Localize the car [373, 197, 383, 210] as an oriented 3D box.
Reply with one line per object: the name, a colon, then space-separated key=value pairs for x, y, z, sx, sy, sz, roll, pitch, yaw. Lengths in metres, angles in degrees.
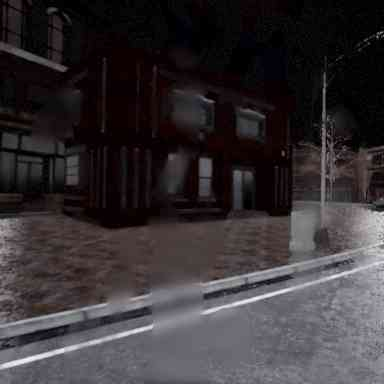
car: x=22.818 y=1.389 z=38.447 sx=2.128 sy=1.511 sz=4.902 roll=1 pitch=1 yaw=4
